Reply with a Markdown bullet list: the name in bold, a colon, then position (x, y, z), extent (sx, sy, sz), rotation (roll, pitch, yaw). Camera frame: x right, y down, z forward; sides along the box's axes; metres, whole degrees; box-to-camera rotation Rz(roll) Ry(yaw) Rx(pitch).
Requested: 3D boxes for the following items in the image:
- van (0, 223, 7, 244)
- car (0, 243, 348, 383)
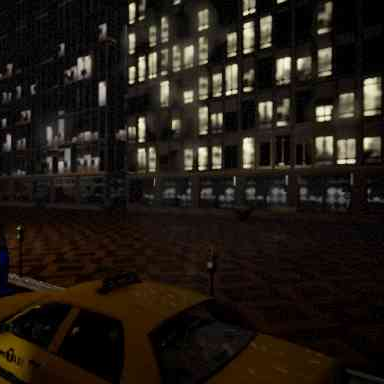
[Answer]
- **van**: position (-5.304, 1.355, 6.657), extent (3.998, 1.788, 1.690), rotation (0, 0, 36)
- **car**: position (-0.946, 1.530, 3.544), extent (4.829, 1.417, 1.752), rotation (0, 0, 36)
